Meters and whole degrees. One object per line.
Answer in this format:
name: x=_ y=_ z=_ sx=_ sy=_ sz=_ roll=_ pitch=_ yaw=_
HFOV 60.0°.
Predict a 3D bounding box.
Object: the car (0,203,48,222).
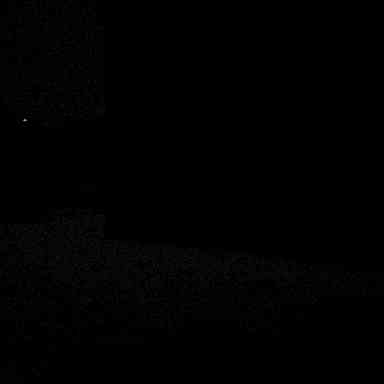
car: x=-13.069 y=1.588 z=24.090 sx=1.895 sy=1.301 sz=4.718 roll=0 pitch=0 yaw=35
